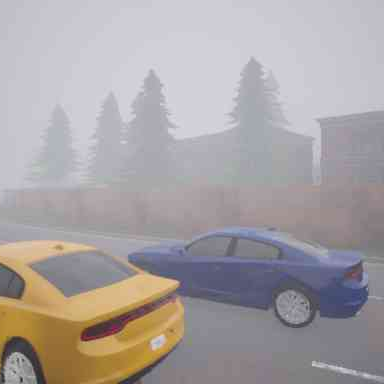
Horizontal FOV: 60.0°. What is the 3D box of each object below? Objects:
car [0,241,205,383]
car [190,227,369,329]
[{"bbox_3d":[-2.491,1.478,4.890,5.008,1.535,1.882,0,0,31],"label":"car"},{"bbox_3d":[0.867,1.478,6.967,5.008,1.535,1.882,0,0,29],"label":"car"}]
